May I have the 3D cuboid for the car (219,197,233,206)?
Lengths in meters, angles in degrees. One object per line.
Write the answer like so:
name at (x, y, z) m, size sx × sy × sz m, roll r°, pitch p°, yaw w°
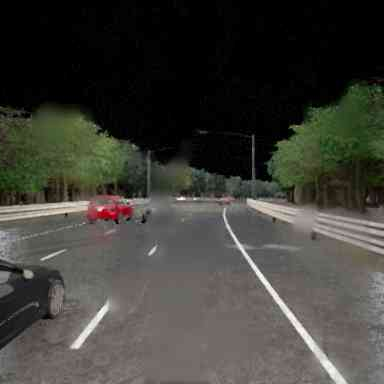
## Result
car at (5.957, 1.770, 60.555) m, size 1.812 × 1.442 × 4.674 m, roll 0°, pitch 0°, yaw 9°

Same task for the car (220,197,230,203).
car at (7.844, 1.767, 78.707) m, size 1.994 × 1.385 × 4.181 m, roll 0°, pitch -1°, yaw 12°

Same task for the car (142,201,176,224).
car at (-2.477, 1.439, 25.914) m, size 2.097 × 1.767 × 4.553 m, roll 0°, pitch 0°, yaw 4°

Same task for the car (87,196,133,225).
car at (-6.051, 1.305, 25.095) m, size 2.150 × 2.045 × 5.566 m, roll 0°, pitch 0°, yaw 4°

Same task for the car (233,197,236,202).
car at (11.079, 2.103, 93.145) m, size 1.994 × 1.385 × 4.181 m, roll 0°, pitch -1°, yaw 14°

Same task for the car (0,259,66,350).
car at (-3.332, 1.544, 4.432) m, size 1.812 × 1.442 × 4.674 m, roll 0°, pitch 0°, yaw 1°
